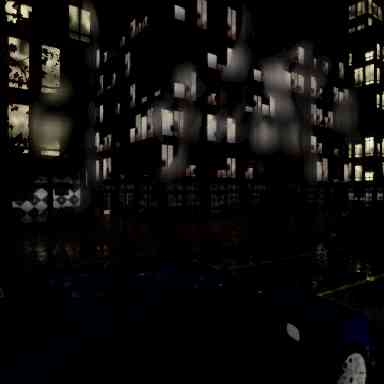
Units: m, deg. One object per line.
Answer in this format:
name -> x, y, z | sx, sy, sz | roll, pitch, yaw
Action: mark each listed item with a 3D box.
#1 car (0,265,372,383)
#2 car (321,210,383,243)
car -> -0.235, 1.478, 3.149 | 5.008, 1.535, 1.882 | 1, -1, -36
car -> 8.140, 1.563, 16.226 | 4.313, 1.339, 1.947 | 0, 0, -36
